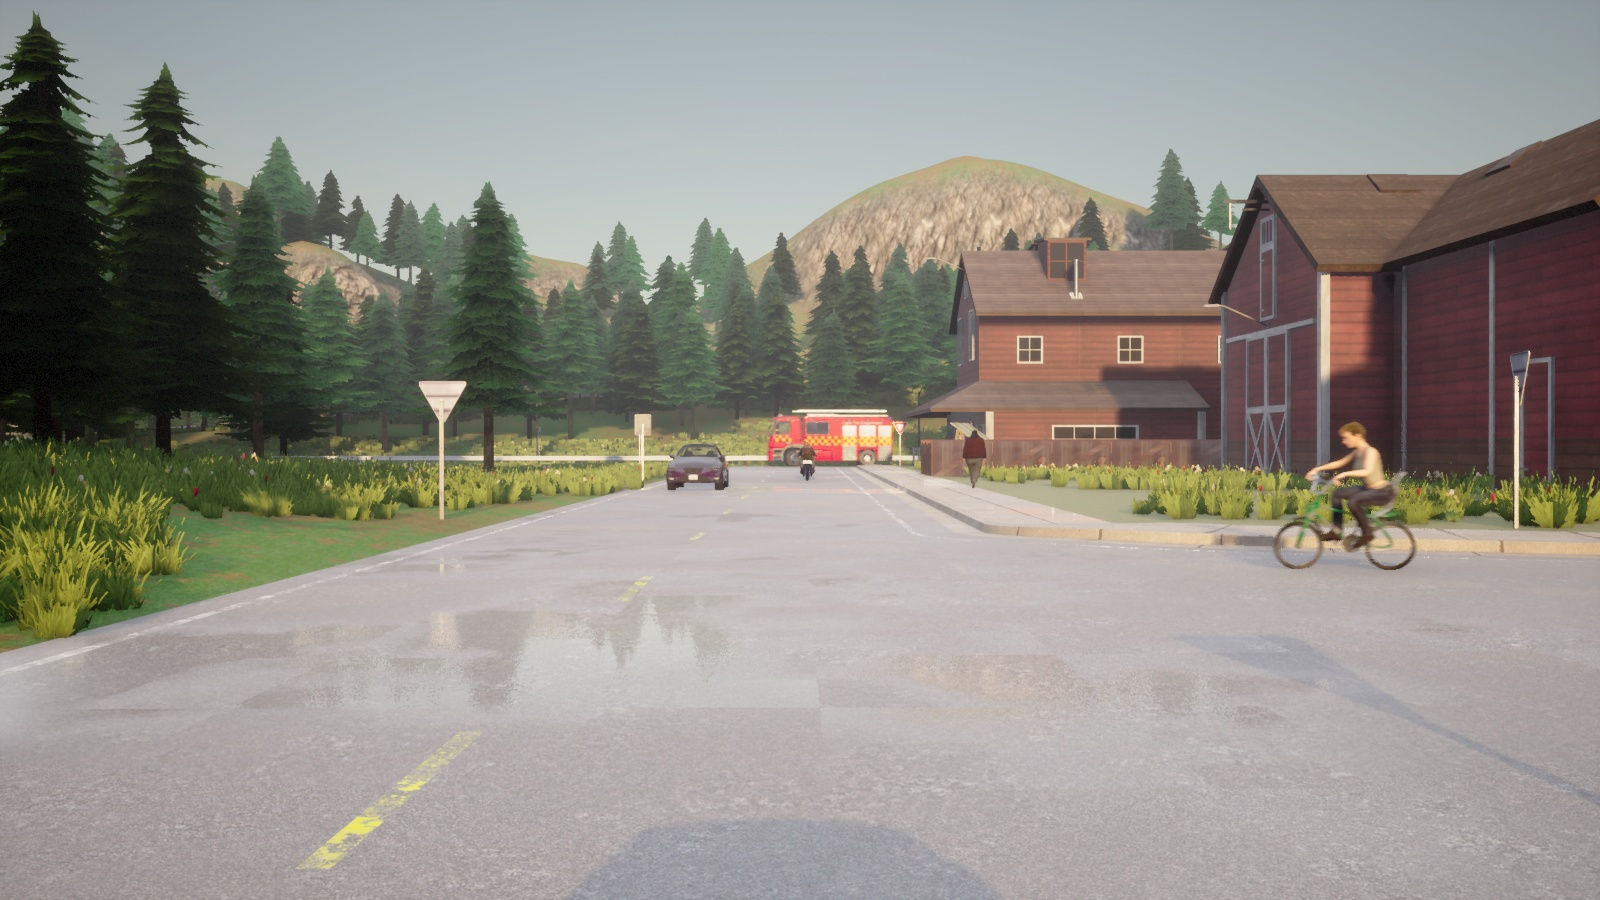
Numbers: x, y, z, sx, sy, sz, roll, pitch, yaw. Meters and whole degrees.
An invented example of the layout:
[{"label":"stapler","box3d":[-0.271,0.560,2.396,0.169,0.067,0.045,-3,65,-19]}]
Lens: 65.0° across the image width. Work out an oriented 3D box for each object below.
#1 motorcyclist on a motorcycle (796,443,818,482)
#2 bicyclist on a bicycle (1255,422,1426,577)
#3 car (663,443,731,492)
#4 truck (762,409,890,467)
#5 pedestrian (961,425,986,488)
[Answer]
[{"label":"motorcyclist on a motorcycle","box3d":[0.297,0.495,50.880,0.866,1.530,2.191,0,0,0]},{"label":"bicyclist on a bicycle","box3d":[5.846,0.513,13.673,1.509,1.612,0.866,0,2,7]},{"label":"car","box3d":[-3.261,0.530,40.374,1.816,1.474,4.193,0,0,0]},{"label":"truck","box3d":[1.696,-0.778,84.879,8.468,3.827,2.891,0,-1,-3]},{"label":"pedestrian","box3d":[5.139,0.196,37.128,0.634,1.844,0.899,0,0,14]}]
